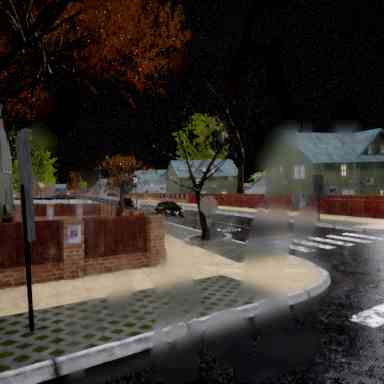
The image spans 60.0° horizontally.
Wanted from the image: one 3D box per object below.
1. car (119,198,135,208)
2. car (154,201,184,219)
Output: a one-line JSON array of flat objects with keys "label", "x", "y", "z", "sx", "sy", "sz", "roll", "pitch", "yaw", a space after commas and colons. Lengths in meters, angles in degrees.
[{"label": "car", "x": -10.199, "y": 1.697, "z": 51.681, "sx": 1.837, "sy": 1.490, "sz": 4.892, "roll": -3, "pitch": 1, "yaw": -21}, {"label": "car", "x": -2.250, "y": 1.650, "z": 31.584, "sx": 1.837, "sy": 1.490, "sz": 4.892, "roll": -3, "pitch": 1, "yaw": -22}]
